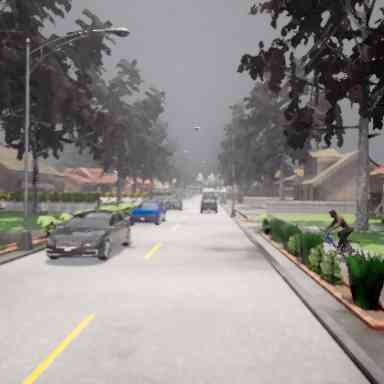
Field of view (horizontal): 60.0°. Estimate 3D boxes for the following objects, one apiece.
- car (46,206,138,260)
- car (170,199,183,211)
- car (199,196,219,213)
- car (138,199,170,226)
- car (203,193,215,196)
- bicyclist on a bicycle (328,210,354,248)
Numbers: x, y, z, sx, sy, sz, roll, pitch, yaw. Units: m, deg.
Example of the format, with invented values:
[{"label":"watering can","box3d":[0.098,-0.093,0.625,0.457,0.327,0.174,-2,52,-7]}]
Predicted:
[{"label":"car","box3d":[-3.537,1.444,12.224,1.837,1.490,4.892,1,0,3]},{"label":"car","box3d":[-2.090,1.489,38.670,1.994,1.385,4.181,1,0,3]},{"label":"car","box3d":[1.879,1.483,36.471,1.837,1.490,4.892,1,0,3]},{"label":"car","box3d":[-2.961,1.411,23.236,1.882,1.535,5.008,1,0,3]},{"label":"car","box3d":[2.545,1.192,49.570,2.150,2.045,5.566,1,0,3]},{"label":"bicyclist on a bicycle","box3d":[4.608,1.392,10.557,1.656,1.620,0.582,2,0,3]}]
